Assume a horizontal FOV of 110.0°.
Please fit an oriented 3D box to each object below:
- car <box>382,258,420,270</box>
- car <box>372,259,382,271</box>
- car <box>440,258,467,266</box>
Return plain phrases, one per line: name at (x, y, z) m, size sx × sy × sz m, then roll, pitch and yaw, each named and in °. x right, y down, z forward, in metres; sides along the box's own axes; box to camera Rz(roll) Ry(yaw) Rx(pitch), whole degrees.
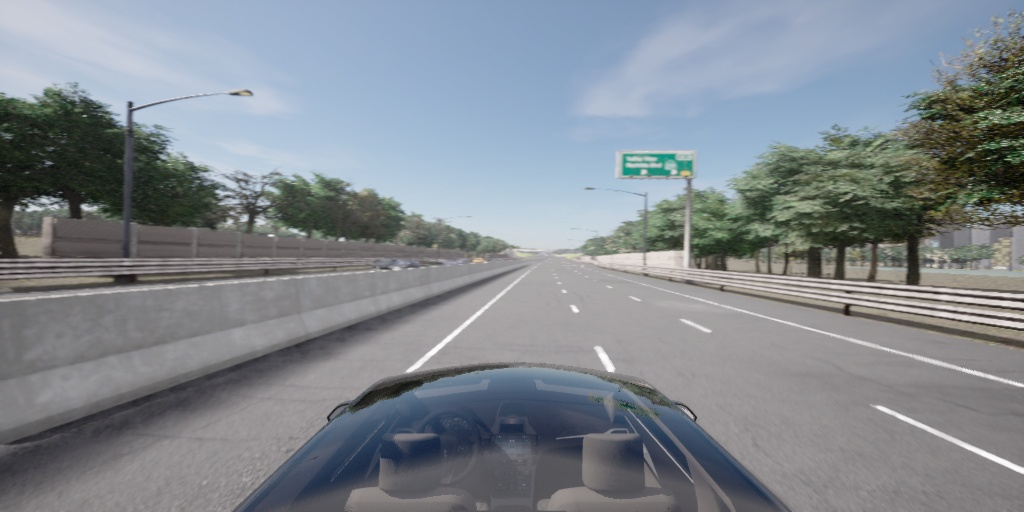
car at (-11.255, 1.088, 37.723) m, size 2.128 × 1.511 × 4.902 m, roll 1°, pitch 0°, yaw 6°
car at (-14.397, 1.036, 41.618) m, size 1.837 × 1.490 × 4.892 m, roll 1°, pitch 0°, yaw 6°
car at (-7.256, 1.196, 42.758) m, size 2.128 × 1.511 × 4.902 m, roll 1°, pitch 0°, yaw 6°
